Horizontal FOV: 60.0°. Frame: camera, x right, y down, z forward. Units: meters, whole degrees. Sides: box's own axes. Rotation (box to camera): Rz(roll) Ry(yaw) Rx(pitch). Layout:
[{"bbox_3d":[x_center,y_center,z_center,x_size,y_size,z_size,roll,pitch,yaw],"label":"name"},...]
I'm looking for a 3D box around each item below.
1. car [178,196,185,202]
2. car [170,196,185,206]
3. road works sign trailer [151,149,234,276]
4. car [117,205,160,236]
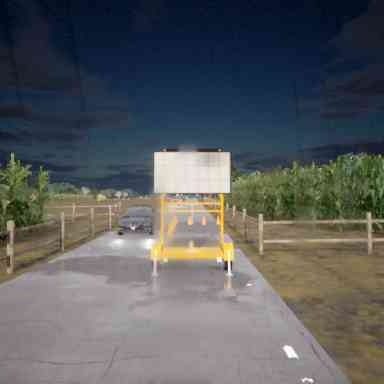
[{"bbox_3d":[-2.702,1.809,86.292,1.837,1.490,4.892,0,-1,0],"label":"car"},{"bbox_3d":[-2.792,1.495,59.646,2.097,1.767,4.553,0,0,0],"label":"car"},{"bbox_3d":[0.007,0.465,10.347,2.380,3.560,2.880,0,0,0],"label":"road works sign trailer"},{"bbox_3d":[-2.838,1.510,18.524,1.837,1.490,4.892,0,0,0],"label":"car"}]
